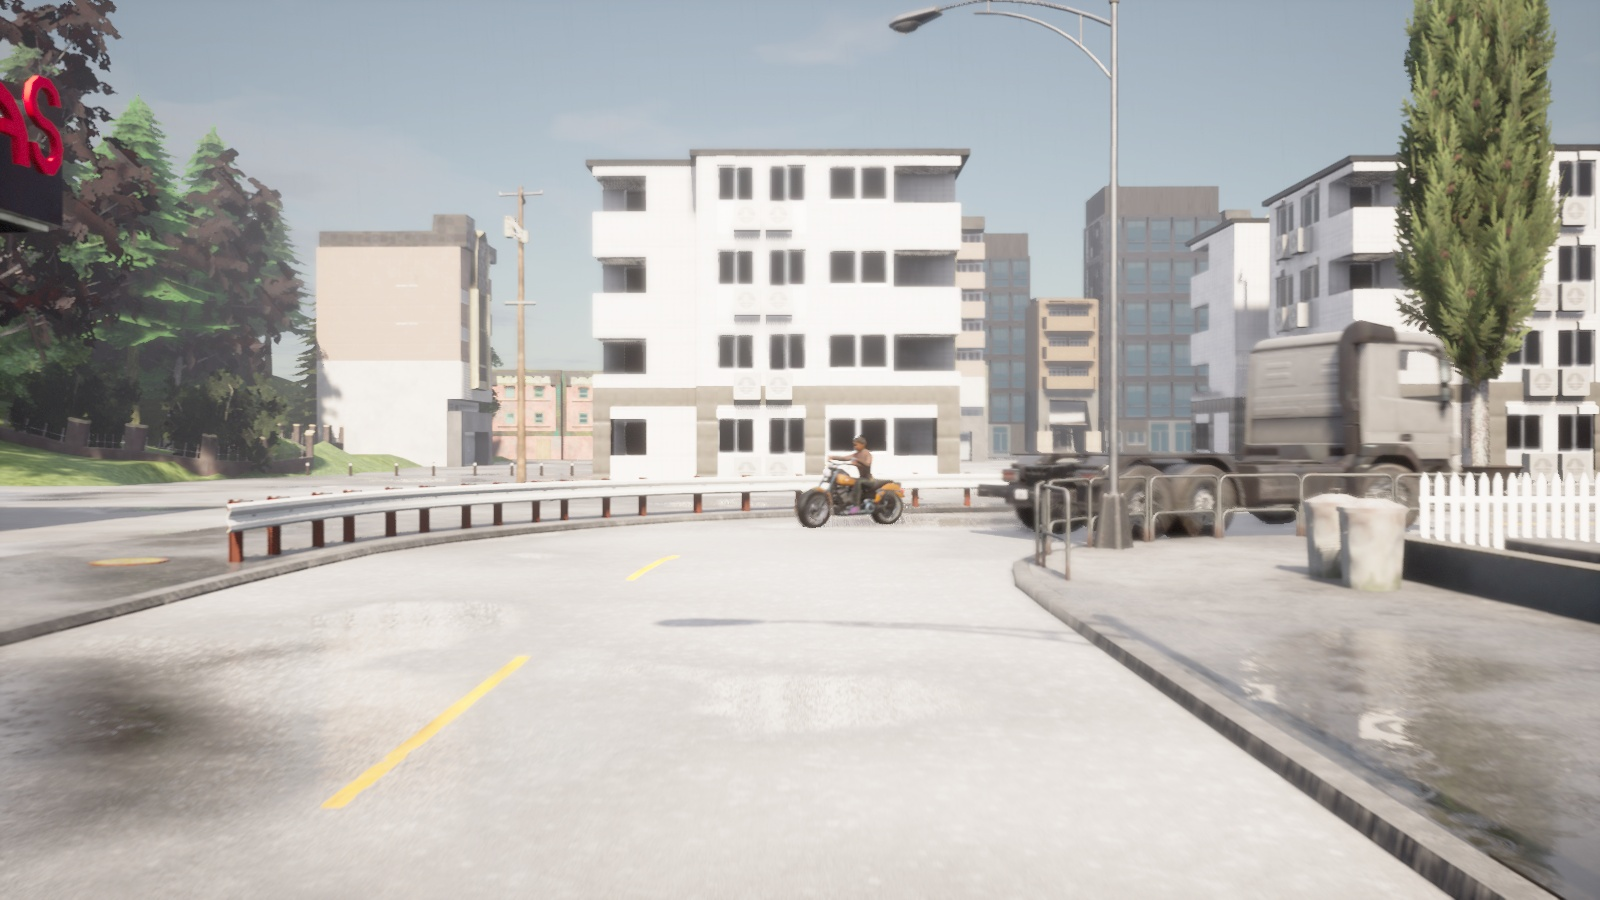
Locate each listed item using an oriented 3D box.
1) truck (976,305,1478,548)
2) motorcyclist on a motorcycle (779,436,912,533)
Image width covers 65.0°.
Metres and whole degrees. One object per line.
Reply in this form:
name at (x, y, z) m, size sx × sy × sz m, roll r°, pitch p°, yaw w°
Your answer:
truck at (7.109, -0.347, 20.772) m, size 7.936 × 3.462 × 2.891 m, roll 0°, pitch 0°, yaw -23°
motorcyclist on a motorcycle at (0.827, 0.574, 22.285) m, size 2.350 × 1.649 × 0.766 m, roll 0°, pitch 2°, yaw -35°
